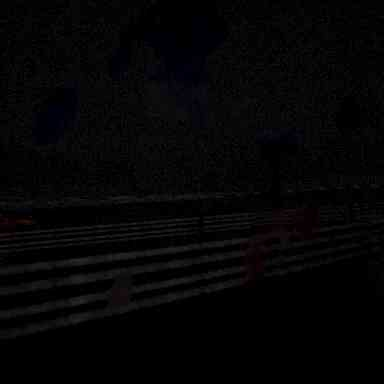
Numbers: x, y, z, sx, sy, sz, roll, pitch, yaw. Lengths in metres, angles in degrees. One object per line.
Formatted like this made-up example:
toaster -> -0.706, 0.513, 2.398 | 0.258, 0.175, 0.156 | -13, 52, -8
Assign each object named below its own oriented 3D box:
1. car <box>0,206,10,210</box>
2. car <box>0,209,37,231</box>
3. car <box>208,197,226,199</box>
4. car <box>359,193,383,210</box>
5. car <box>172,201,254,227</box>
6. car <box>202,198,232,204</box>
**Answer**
car -> -14.551, 1.934, 24.497 | 5.566, 2.045, 2.150 | -3, 1, -20
car -> -12.652, 2.188, 21.469 | 5.008, 1.535, 1.882 | -3, 1, -20
car -> 2.944, 1.272, 30.953 | 4.553, 1.767, 2.097 | -3, 1, -20
car -> 16.657, 0.853, 28.554 | 5.008, 1.535, 1.882 | -3, 1, -20
car -> 1.200, 1.727, 22.850 | 5.357, 1.411, 2.033 | -3, 1, -20
car -> 2.795, 1.501, 27.169 | 4.892, 1.490, 1.837 | -3, 1, -20
